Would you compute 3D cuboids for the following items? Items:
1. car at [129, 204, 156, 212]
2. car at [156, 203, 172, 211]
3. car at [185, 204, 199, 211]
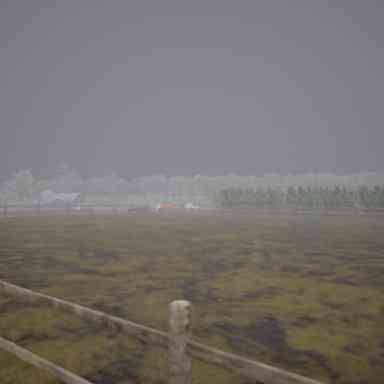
[{"bbox_3d":[-8.600,2.668,55.812,1.994,1.385,4.181,-3,-3,36],"label":"car"},{"bbox_3d":[-5.948,2.827,64.229,2.097,1.767,4.553,-3,-3,36],"label":"car"},{"bbox_3d":[-0.318,3.095,67.321,1.812,1.442,4.674,-3,-4,36],"label":"car"}]
